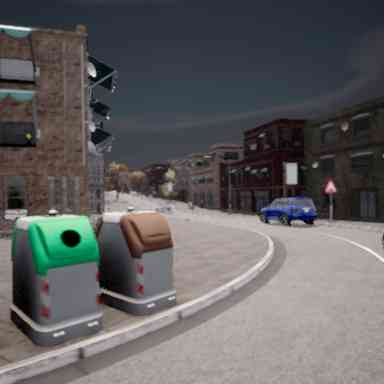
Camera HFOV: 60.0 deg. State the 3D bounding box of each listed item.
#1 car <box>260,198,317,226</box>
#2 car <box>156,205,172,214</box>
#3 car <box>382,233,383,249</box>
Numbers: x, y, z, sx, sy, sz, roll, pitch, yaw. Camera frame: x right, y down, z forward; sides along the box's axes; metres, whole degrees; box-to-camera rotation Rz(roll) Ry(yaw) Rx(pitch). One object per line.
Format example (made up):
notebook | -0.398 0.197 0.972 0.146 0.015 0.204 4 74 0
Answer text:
car | 7.251 1.489 25.544 2.150 2.045 5.566 -1 -2 -14
car | -4.651 2.854 54.801 2.033 1.411 5.357 -1 0 -16
car | 7.659 1.495 10.818 1.994 1.385 4.181 -1 0 19
